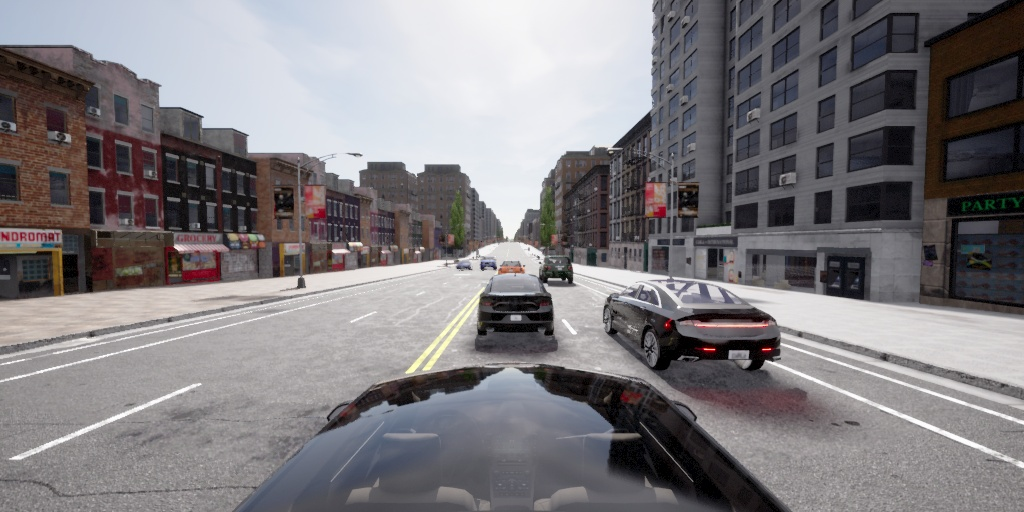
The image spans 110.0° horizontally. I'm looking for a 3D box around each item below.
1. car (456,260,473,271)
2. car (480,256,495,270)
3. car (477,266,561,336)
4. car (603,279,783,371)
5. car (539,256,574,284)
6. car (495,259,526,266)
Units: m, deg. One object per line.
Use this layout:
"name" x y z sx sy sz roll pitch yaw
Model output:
"car" -6.640 1.299 50.171 1.812 1.442 4.674 0 0 0
"car" -3.386 0.997 51.708 2.150 2.045 5.566 0 0 0
"car" 0.086 1.233 10.479 1.882 1.535 5.008 0 0 0
"car" 3.338 1.243 7.701 2.128 1.511 4.902 0 0 0
"car" 3.312 0.994 27.537 2.150 2.045 5.566 0 0 0
"car" 0.027 1.126 29.614 2.097 1.767 4.553 0 0 3
